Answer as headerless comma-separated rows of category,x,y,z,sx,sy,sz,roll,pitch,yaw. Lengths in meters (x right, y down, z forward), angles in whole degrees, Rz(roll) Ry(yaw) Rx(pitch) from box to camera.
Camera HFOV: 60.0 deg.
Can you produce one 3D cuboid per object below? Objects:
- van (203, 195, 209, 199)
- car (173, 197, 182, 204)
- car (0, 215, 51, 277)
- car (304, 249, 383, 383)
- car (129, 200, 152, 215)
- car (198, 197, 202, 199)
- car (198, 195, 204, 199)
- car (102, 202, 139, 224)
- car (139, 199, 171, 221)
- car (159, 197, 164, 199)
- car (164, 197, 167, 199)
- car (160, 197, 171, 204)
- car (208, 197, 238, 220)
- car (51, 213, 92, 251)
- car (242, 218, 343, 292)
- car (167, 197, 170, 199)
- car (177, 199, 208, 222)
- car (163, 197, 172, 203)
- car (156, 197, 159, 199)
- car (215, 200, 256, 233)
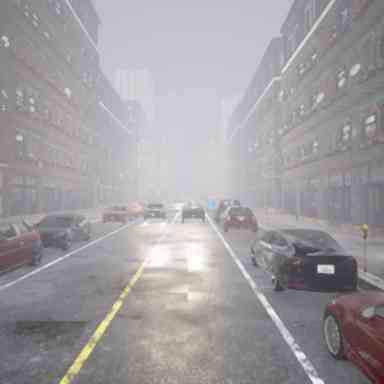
van,2.710,1.514,42.904,1.690,1.788,3.998,1,0,0
car,-2.994,1.734,69.348,1.882,1.535,5.008,0,0,0
car,-5.640,1.476,8.736,1.967,1.590,4.097,1,0,0
car,2.704,1.595,3.110,1.802,1.307,4.206,1,0,0
car,-5.640,1.694,37.159,1.887,1.381,4.507,1,0,0
car,0.103,1.789,46.606,1.895,1.301,4.718,0,0,0
car,2.714,1.686,88.382,2.192,1.841,5.009,1,0,0
car,-5.641,1.648,25.789,1.887,1.381,4.507,1,0,0
car,-3.093,1.619,28.770,1.837,1.490,4.892,0,0,0
car,-5.640,1.763,48.528,1.947,1.339,4.313,1,0,0
car,-5.639,1.746,54.042,1.752,1.417,4.829,1,0,0
car,-5.638,1.846,71.266,2.008,1.369,4.403,1,0,0
car,2.710,1.418,25.850,2.192,1.841,5.009,1,0,0
car,-5.642,1.624,14.420,1.947,1.339,4.313,1,0,0
car,2.704,1.601,8.796,1.947,1.339,4.313,1,0,0
car,-5.637,1.686,59.899,1.967,1.590,4.097,1,0,0
car,0.102,1.600,27.414,2.128,1.511,4.902,0,0,0
car,-5.638,1.902,76.952,1.802,1.307,4.206,1,0,0
car,-5.640,1.698,42.674,1.752,1.417,4.829,1,0,0
car,2.707,1.520,20.165,1.967,1.590,4.097,1,0,0
